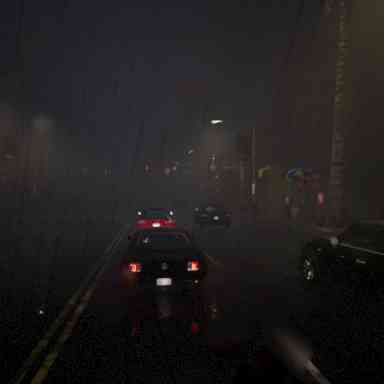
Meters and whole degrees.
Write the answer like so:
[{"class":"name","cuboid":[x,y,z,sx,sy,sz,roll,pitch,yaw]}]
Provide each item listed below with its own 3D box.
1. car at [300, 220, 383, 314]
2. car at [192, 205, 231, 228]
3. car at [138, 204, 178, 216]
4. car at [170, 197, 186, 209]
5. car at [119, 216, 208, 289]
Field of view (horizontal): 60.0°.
[{"class":"car","cuboid":[4.026,1.347,6.811,2.097,1.767,4.553,0,0,-7]},{"class":"car","cuboid":[1.226,1.550,22.290,1.994,1.385,4.181,0,0,-7]},{"class":"car","cuboid":[-1.944,1.552,17.860,1.994,1.385,4.181,0,0,-7]},{"class":"car","cuboid":[-1.862,1.463,44.194,2.128,1.511,4.902,0,0,-7]},{"class":"car","cuboid":[-0.837,1.595,9.188,1.895,1.301,4.718,0,0,-7]}]
